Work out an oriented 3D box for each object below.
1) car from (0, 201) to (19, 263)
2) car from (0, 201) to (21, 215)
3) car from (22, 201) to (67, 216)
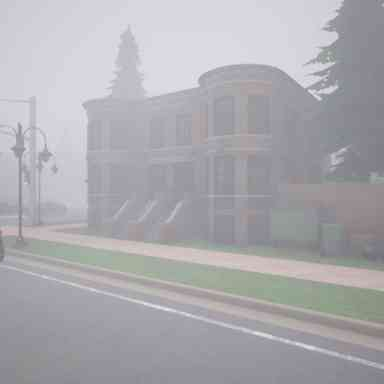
[{"bbox_3d":[-7.366,1.221,9.223,5.566,2.045,2.150,0,0,36],"label":"car"},{"bbox_3d":[-19.438,1.598,32.278,1.895,1.301,4.718,0,0,35],"label":"car"},{"bbox_3d":[-14.647,1.561,33.088,1.994,1.385,4.181,0,0,34],"label":"car"}]
